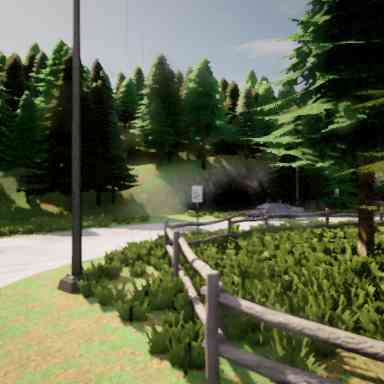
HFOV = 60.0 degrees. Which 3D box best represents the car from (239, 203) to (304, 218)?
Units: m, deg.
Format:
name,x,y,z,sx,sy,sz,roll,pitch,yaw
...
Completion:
name,x,y,z,sx,sy,sz,roll,pitch,yaw
car,6.466,1.580,26.906,5.357,1.411,2.033,0,0,-19
